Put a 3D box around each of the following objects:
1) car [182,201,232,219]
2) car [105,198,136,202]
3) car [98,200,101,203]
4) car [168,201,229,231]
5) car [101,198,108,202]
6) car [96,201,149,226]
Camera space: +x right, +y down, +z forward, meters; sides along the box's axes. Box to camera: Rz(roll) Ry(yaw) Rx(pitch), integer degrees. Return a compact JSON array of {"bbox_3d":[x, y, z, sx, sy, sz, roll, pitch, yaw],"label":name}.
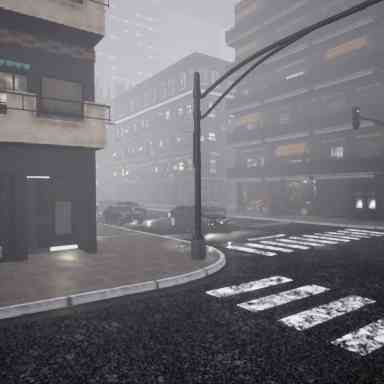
[{"bbox_3d":[1.212,1.513,29.190,2.008,1.369,4.403,-1,1,-36],"label":"car"},{"bbox_3d":[-5.579,1.541,29.325,1.837,1.490,4.892,-1,1,-36],"label":"car"},{"bbox_3d":[-12.764,1.570,39.232,1.812,1.442,4.674,-1,1,-36],"label":"car"},{"bbox_3d":[0.292,1.534,21.247,1.837,1.490,4.892,-1,1,-36],"label":"car"},{"bbox_3d":[-11.915,1.520,47.249,1.887,1.381,4.507,-1,1,-36],"label":"car"},{"bbox_3d":[-5.161,1.632,24.557,1.947,1.339,4.313,-1,1,-36],"label":"car"}]
